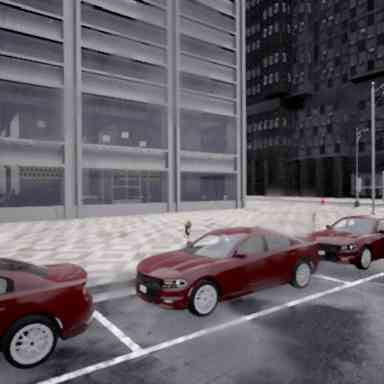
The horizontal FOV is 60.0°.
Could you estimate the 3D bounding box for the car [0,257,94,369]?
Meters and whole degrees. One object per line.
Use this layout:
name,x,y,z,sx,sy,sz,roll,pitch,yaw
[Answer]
car,-3.553,1.552,4.127,4.507,1.381,1.887,-1,1,-36

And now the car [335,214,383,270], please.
car,5.435,1.412,10.555,4.507,1.381,1.887,-1,1,-36

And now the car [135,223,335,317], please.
car,0.941,1.482,7.341,4.507,1.381,1.887,-1,1,-36
